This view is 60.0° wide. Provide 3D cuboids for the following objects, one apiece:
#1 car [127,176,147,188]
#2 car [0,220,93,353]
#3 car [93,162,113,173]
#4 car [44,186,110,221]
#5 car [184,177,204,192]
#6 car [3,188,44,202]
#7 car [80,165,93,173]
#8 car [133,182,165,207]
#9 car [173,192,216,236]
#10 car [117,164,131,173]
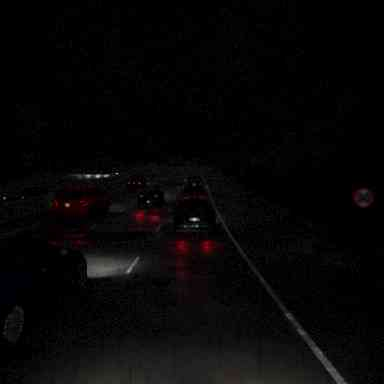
[{"bbox_3d":[-6.763,-1.317,41.498,2.033,1.411,5.357,0,7,0],"label":"car"},{"bbox_3d":[-3.401,1.507,5.972,1.812,1.442,4.674,0,0,0],"label":"car"},{"bbox_3d":[-17.204,-4.897,65.749,2.150,2.045,5.566,0,7,0],"label":"car"},{"bbox_3d":[-6.860,0.606,21.019,2.150,2.045,5.566,0,4,0],"label":"car"},{"bbox_3d":[0.230,-0.958,37.111,2.097,1.767,4.553,0,7,0],"label":"car"},{"bbox_3d":[-13.931,0.361,28.266,1.895,1.301,4.718,0,6,1],"label":"car"},{"bbox_3d":[-20.704,-4.641,65.835,1.837,1.490,4.892,0,7,0],"label":"car"},{"bbox_3d":[-3.323,0.290,27.824,2.128,1.511,4.902,0,6,0],"label":"car"},{"bbox_3d":[0.118,1.106,16.407,2.033,1.649,4.856,0,3,0],"label":"car"},{"bbox_3d":[-13.693,-4.764,67.403,2.097,1.767,4.553,0,7,0],"label":"car"}]
